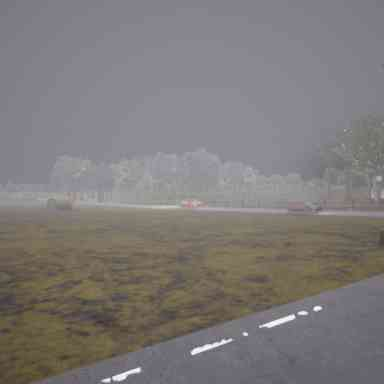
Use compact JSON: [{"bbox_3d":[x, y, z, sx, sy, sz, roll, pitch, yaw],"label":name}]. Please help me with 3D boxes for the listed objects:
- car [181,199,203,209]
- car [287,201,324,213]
[{"bbox_3d":[-0.002,2.009,57.851,2.097,1.767,4.553,-2,0,-35],"label":"car"},{"bbox_3d":[13.227,1.752,39.029,1.994,1.385,4.181,-2,0,-35],"label":"car"}]
